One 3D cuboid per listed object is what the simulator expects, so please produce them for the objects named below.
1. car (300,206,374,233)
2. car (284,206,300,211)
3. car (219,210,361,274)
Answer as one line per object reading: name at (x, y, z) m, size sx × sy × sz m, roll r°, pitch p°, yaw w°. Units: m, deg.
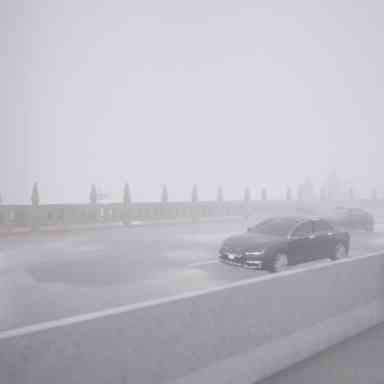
car at (8.394, 1.554, 18.577) m, size 4.674 × 1.442 × 1.812 m, roll 0°, pitch 0°, yaw -35°
car at (7.125, 1.595, 21.970) m, size 4.181 × 1.385 × 1.994 m, roll 0°, pitch 0°, yaw -35°
car at (3.045, 1.516, 10.463) m, size 4.892 × 1.490 × 1.837 m, roll 0°, pitch 0°, yaw -35°
